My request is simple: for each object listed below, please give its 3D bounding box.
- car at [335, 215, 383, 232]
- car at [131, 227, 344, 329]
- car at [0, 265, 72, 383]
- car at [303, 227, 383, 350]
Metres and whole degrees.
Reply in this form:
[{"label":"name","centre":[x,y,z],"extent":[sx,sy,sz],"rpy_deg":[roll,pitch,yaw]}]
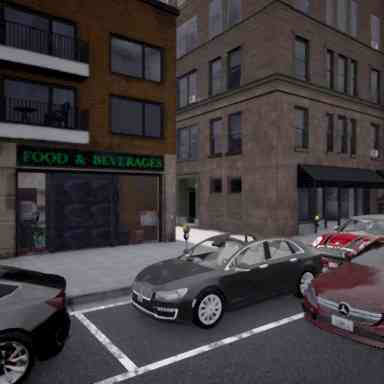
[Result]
[{"label":"car","centre":[5.406,1.440,10.037],"extent":[4.097,1.590,1.967],"rpy_deg":[0,0,-35]},{"label":"car","centre":[0.910,1.550,6.836],"extent":[4.403,1.369,2.008],"rpy_deg":[0,0,-35]},{"label":"car","centre":[-3.585,1.566,3.635],"extent":[4.313,1.339,1.947],"rpy_deg":[0,0,-35]},{"label":"car","centre":[3.943,1.525,5.880],"extent":[4.674,1.442,1.812],"rpy_deg":[0,0,-35]}]
